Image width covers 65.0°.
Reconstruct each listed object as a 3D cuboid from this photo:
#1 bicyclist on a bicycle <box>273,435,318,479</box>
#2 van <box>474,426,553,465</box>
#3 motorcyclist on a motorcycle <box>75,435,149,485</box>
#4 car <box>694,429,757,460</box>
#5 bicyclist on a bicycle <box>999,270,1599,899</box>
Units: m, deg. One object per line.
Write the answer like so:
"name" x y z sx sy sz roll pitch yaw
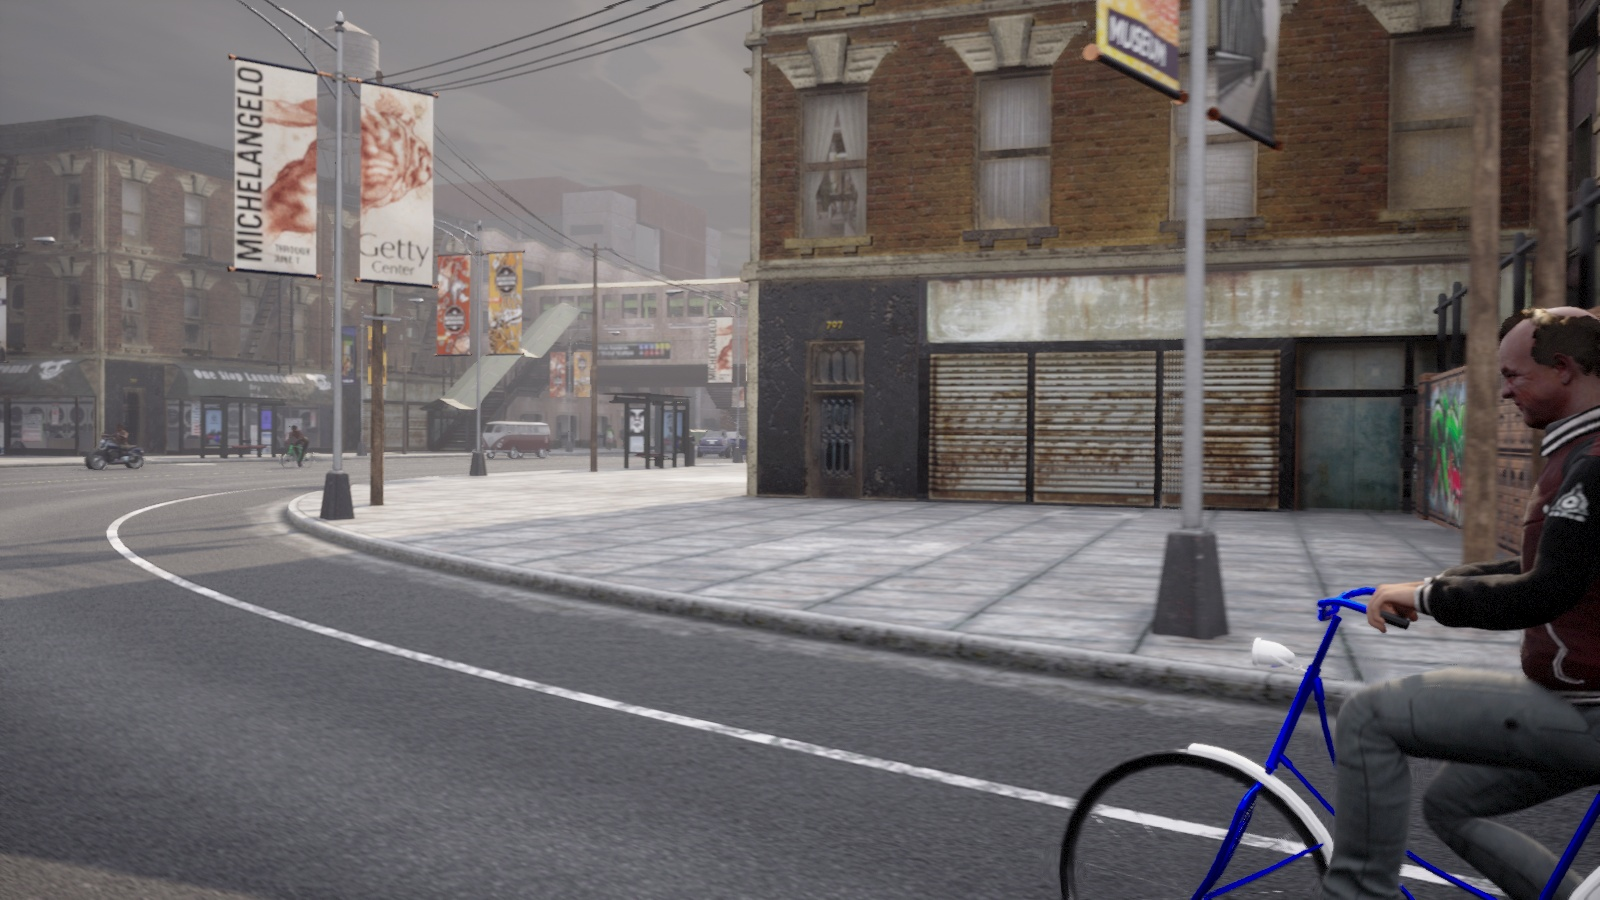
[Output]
"bicyclist on a bicycle" -18.825 0.241 46.863 0.582 1.620 1.656 0 1 20
"van" -15.136 -0.246 66.654 1.775 1.987 4.442 0 1 23
"motorcyclist on a motorcycle" -23.701 0.326 43.345 0.766 1.649 2.350 0 1 17
"car" -4.435 -0.346 75.498 2.097 1.767 4.553 0 1 20
"bicyclist on a bicycle" 1.419 0.555 2.736 1.843 1.776 0.659 0 1 35
